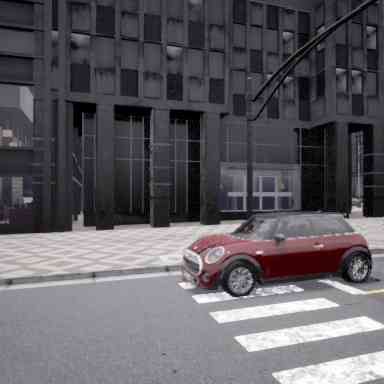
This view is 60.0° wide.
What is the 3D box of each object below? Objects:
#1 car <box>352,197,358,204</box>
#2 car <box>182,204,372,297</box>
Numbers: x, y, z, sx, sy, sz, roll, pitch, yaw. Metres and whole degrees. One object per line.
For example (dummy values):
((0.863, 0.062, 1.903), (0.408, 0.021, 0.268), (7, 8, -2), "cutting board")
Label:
((20.472, 1.087, 44.933), (2.097, 1.767, 4.553), (0, 0, -17), "car")
((2.054, 1.311, 8.318), (4.553, 1.767, 2.097), (-1, 0, -17), "car")
